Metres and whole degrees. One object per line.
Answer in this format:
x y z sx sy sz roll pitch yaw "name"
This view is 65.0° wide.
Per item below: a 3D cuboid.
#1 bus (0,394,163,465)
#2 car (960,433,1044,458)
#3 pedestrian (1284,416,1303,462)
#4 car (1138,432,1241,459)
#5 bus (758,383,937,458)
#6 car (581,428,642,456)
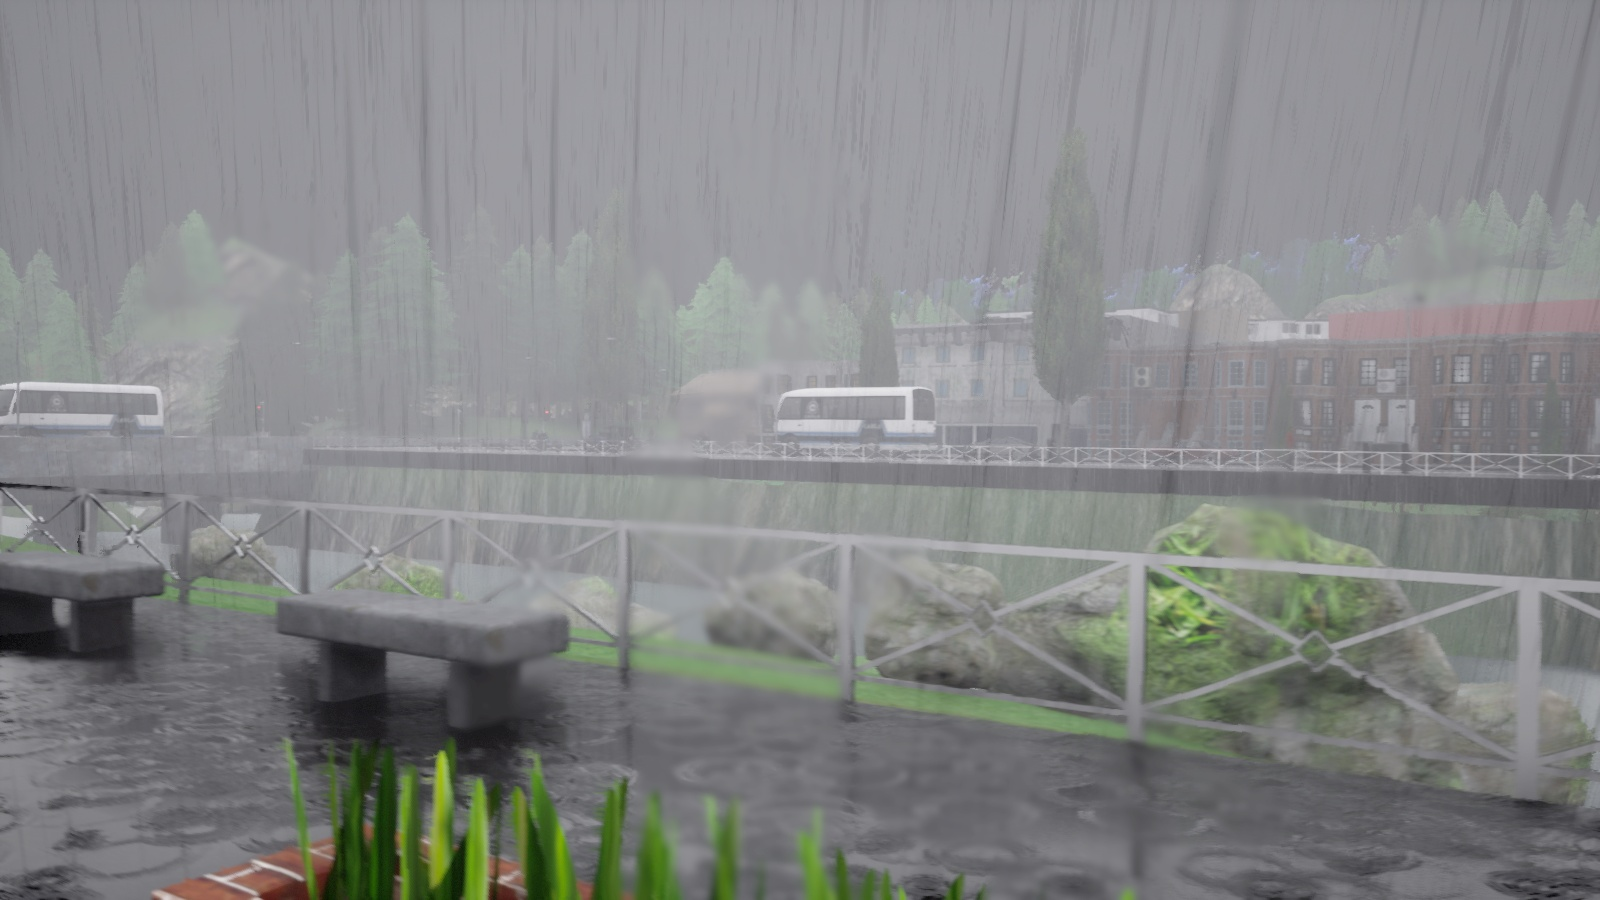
-46.917 -1.316 80.310 3.944 4.253 10.273 0 1 34 "bus"
11.349 -0.272 70.701 4.181 1.385 1.994 0 1 34 "car"
19.847 -0.427 50.476 0.636 1.846 0.331 0 1 34 "pedestrian"
20.098 -0.236 64.895 4.718 1.301 1.895 0 1 34 "car"
2.785 -1.713 76.361 10.273 4.253 3.944 0 1 33 "bus"
-13.054 -0.540 86.900 3.866 1.878 1.905 0 1 34 "car"
